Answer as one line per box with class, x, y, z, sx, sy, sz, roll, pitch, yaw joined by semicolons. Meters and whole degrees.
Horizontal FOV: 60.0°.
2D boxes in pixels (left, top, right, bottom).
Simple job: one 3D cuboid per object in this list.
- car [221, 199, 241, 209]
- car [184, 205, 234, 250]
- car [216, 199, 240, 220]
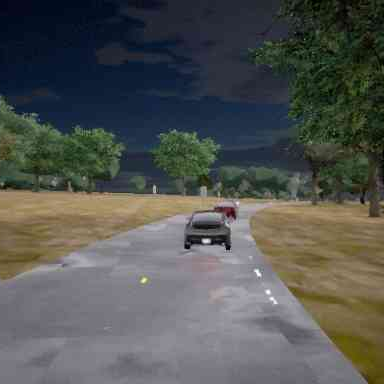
car;5.909;1.733;50.067;1.895;1.301;4.718;-1;0;20
car;0.759;1.526;14.433;1.837;1.490;4.892;0;0;6
car;3.039;1.511;29.101;1.882;1.535;5.008;0;0;12
